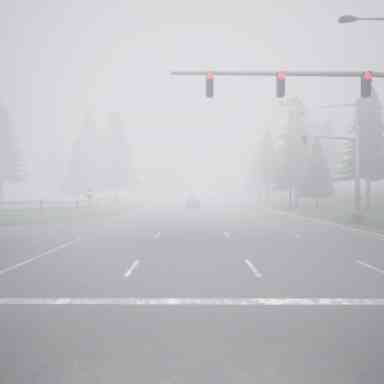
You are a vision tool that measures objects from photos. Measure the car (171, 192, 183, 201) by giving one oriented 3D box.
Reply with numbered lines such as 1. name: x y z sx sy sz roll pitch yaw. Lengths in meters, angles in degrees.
1. car: -3.386 1.247 70.994 2.033 1.411 5.357 0 0 0

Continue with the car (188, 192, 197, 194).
1. car: 0.115 1.259 71.405 1.994 1.385 4.181 0 0 0

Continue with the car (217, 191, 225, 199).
1. car: 7.131 0.731 81.425 2.150 2.045 5.566 0 0 0

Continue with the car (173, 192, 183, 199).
1. car: -3.369 0.861 81.383 2.097 1.767 4.553 0 0 0

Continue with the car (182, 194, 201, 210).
1. car: 0.065 1.364 40.376 1.812 1.442 4.674 0 0 0

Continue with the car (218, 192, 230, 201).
1. car: 7.115 1.230 71.394 1.812 1.442 4.674 0 0 0

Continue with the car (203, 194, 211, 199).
1. car: 3.631 1.101 81.432 1.895 1.301 4.718 0 0 0

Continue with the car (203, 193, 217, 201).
1. car: 3.614 1.232 70.983 2.128 1.511 4.902 0 0 0
